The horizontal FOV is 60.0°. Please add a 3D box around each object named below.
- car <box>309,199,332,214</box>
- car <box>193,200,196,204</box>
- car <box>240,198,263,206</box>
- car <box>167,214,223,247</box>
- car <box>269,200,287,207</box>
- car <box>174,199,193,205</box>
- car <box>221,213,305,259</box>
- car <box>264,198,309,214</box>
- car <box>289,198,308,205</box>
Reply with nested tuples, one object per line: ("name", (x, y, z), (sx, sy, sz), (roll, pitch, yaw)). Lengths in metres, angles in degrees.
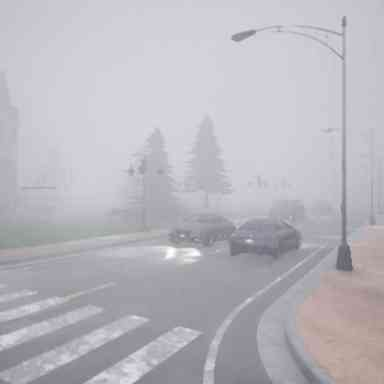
("car", (17.372, 1.920, 44.512), (2.097, 1.767, 4.553), (0, -1, 31))
("car", (-1.289, 2.650, 91.240), (5.027, 1.636, 2.152), (0, -1, 31))
("car", (14.665, 2.675, 81.548), (3.806, 1.475, 1.970), (0, -1, 31))
("car", (0.593, 1.801, 16.596), (1.994, 1.385, 4.181), (0, -1, 31))
("car", (19.510, 2.607, 75.187), (3.633, 1.501, 1.845), (0, -1, 31))
("car", (-2.851, 2.609, 88.520), (4.514, 1.523, 2.007), (0, -1, 31))
("car", (3.111, 1.777, 13.714), (1.994, 1.385, 4.181), (0, -1, 31))
("car", (8.730, 1.710, 30.221), (2.150, 2.045, 5.566), (0, -1, 31))
("car", (29.152, 2.628, 91.077), (4.605, 1.855, 1.932), (0, -1, 31))
